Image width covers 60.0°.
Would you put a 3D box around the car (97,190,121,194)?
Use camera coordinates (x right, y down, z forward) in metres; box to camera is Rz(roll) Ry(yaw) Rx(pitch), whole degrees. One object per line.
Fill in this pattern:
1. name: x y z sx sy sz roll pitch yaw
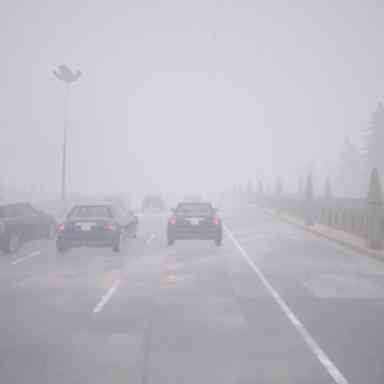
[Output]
1. car: -6.905 0.858 30.354 1.837 1.490 4.892 0 2 0

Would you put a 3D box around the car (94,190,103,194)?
1. car: -17.518 0.459 64.330 2.097 1.767 4.553 0 -2 0

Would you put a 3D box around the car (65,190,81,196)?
1. car: -21.044 0.402 58.401 1.882 1.535 5.008 0 -1 1

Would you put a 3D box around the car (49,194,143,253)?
1. car: -3.402 1.127 12.802 2.097 1.767 4.553 0 1 0

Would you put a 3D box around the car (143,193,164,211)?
1. car: -3.405 0.858 30.360 1.837 1.490 4.892 0 2 0

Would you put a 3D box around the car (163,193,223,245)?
1. car: 0.098 1.092 14.270 2.097 1.767 4.553 0 1 0

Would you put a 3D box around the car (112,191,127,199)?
1. car: -14.019 0.627 64.324 1.812 1.442 4.674 0 -2 0

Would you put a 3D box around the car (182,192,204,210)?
1. car: 0.094 0.788 32.112 1.882 1.535 5.008 0 1 0

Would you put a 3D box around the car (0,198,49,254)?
1. car: -6.902 1.131 12.619 2.097 1.767 4.553 0 1 0
